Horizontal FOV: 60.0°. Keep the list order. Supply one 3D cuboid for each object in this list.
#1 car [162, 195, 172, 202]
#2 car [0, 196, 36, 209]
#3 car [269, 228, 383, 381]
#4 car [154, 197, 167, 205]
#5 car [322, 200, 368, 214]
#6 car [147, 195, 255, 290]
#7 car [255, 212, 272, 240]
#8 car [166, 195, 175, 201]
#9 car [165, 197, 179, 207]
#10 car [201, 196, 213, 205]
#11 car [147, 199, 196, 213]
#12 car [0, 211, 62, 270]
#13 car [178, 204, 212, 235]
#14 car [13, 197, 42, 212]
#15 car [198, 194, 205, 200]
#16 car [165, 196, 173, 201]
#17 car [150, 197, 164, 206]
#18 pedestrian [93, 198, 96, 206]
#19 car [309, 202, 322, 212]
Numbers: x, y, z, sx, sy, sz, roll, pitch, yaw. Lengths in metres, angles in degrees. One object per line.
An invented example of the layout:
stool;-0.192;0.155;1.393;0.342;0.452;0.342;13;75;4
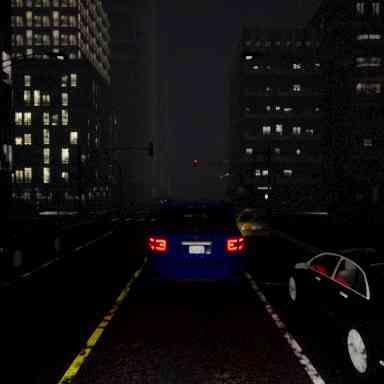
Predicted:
car;-5.724;1.530;77.148;1.887;1.381;4.507;-1;0;0
car;-21.673;1.274;40.202;4.829;1.417;1.752;0;0;1
car;2.805;1.549;5.289;2.008;1.369;4.403;-1;0;0
car;-5.719;1.553;60.185;1.947;1.339;4.313;-1;0;0
car;17.251;1.687;37.108;4.181;1.385;1.994;1;1;1
car;0.094;1.219;9.201;2.150;2.045;5.566;0;0;0
car;2.801;1.521;16.747;1.752;1.417;4.829;-1;0;0
car;-5.727;1.529;88.457;1.887;1.381;4.507;-1;0;0
car;-3.107;1.552;52.656;1.994;1.385;4.181;0;0;0
car;2.660;1.538;60.187;2.008;1.369;4.403;-1;0;0
car;-2.240;1.538;37.407;5.357;1.411;2.033;0;0;0
car;-5.836;1.542;10.988;1.887;1.381;4.507;-1;0;0
car;0.092;1.520;19.712;1.812;1.442;4.674;0;0;-2
car;-17.826;1.442;34.389;4.181;1.385;1.994;0;1;1
car;2.650;1.424;94.115;1.967;1.590;4.097;-1;0;0
car;-5.725;1.567;82.803;1.802;1.307;4.206;-1;0;0
car;-5.718;1.513;54.360;1.752;1.417;4.829;-1;0;0
pedestrian;-12.561;1.299;43.052;0.500;1.100;0.500;0;0;1
car;16.302;1.622;39.714;4.403;1.369;2.008;0;0;1
